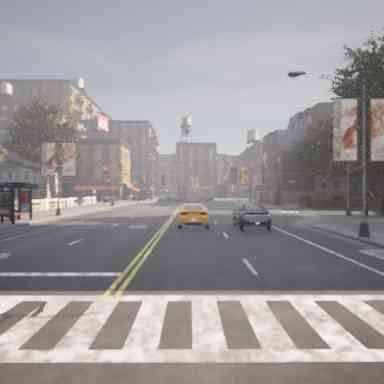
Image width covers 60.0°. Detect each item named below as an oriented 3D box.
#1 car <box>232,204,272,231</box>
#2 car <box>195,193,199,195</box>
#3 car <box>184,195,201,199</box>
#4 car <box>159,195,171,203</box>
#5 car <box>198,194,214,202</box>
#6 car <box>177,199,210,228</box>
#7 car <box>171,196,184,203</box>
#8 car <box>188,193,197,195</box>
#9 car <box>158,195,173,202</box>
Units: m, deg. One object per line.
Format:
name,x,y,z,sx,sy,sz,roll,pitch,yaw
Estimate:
car,3.616,1.504,20.655,2.128,1.511,4.902,0,0,0
car,2.984,1.605,85.324,1.994,1.385,4.181,0,0,27
car,0.085,1.599,57.183,1.994,1.385,4.181,0,0,1
car,-5.681,1.569,72.465,2.128,1.511,4.902,0,0,13
car,3.633,1.643,78.665,1.895,1.301,4.718,0,0,24
car,0.097,1.491,22.377,1.882,1.535,5.008,0,0,0
car,-2.553,1.638,70.252,1.895,1.301,4.718,0,0,10
car,0.115,1.278,87.336,2.150,2.045,5.566,0,0,27
car,-6.411,1.569,80.608,2.002,1.452,4.674,0,0,20
